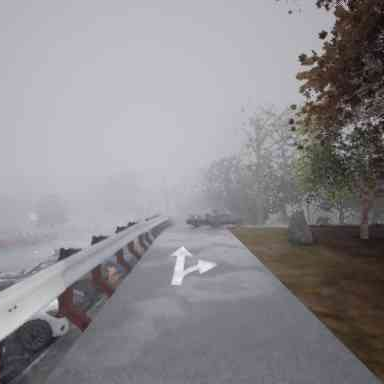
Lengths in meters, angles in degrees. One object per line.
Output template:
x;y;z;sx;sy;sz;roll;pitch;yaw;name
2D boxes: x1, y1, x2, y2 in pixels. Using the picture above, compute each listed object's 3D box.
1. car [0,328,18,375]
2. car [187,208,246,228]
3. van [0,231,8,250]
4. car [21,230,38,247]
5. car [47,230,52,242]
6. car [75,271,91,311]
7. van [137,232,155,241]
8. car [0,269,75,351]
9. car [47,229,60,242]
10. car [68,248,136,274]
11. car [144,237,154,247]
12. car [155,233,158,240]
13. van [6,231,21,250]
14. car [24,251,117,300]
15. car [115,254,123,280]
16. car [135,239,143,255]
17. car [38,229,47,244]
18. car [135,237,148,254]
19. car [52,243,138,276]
-6.860;3.903;7.503;4.792;1.488;2.163;2;-4;-20;car
1.872;1.876;24.293;2.033;1.411;5.357;-4;-5;39;car
-24.015;5.879;37.924;4.442;1.987;1.878;1;-4;-20;van
-23.908;6.288;43.887;5.566;2.045;2.435;1;-5;-20;car
-23.935;7.000;49.777;4.792;1.488;2.163;1;-5;-20;car
-6.870;4.319;13.553;4.892;1.521;2.231;2;-5;-20;car
-6.845;5.865;37.718;4.442;1.987;1.878;2;-5;-20;van
-6.811;3.846;10.559;5.566;2.045;2.435;2;-5;-20;car
-23.988;6.933;52.706;5.566;2.045;2.435;1;-4;-20;car
-6.937;5.230;25.590;4.792;1.488;2.163;2;-4;-20;car
-6.936;5.866;34.641;4.892;1.521;2.231;2;-4;-20;car
-6.933;6.181;40.685;4.553;1.767;2.185;2;-4;-20;car
-24.027;6.095;40.875;4.442;1.987;1.878;1;-4;-20;van
-6.898;4.287;16.570;5.566;2.045;2.435;2;-4;-20;car
-7.055;4.749;19.506;5.366;1.575;1.946;2;-4;-20;car
-6.946;5.297;28.617;4.553;1.767;2.185;2;-5;-20;car
-23.919;6.504;46.838;5.566;2.045;2.435;1;-5;-20;car
-6.967;5.518;31.638;4.553;1.767;2.185;2;-5;-20;car
-6.864;4.731;22.617;5.566;2.045;2.435;2;-5;-20;car
